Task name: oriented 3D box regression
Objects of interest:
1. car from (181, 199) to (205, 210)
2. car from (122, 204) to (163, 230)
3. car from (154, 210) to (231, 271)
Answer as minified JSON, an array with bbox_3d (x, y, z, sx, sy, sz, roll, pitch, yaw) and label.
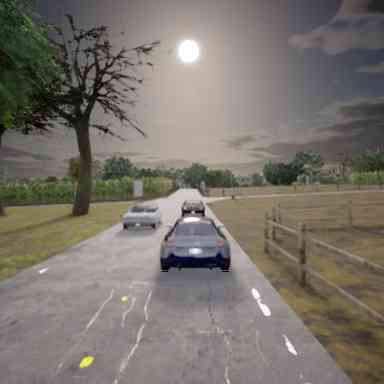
[{"bbox_3d":[0.101,1.254,27.966,1.895,1.301,4.718,0,1,0],"label":"car"},{"bbox_3d":[-2.847,1.388,19.773,1.895,1.301,4.718,0,1,0],"label":"car"},{"bbox_3d":[0.095,1.480,10.598,1.994,1.385,4.181,0,1,0],"label":"car"}]
